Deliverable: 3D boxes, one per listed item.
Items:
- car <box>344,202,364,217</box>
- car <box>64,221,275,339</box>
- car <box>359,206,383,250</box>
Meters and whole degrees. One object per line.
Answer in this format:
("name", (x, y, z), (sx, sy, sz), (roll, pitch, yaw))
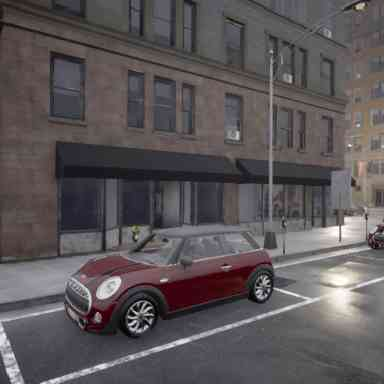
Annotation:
("car", (12.333, 1.253, 29.665), (2.097, 1.767, 4.553), (1, 0, -36))
("car", (-0.314, 1.441, 6.538), (4.097, 1.590, 1.967), (0, 0, -36))
("car", (8.619, 1.445, 12.934), (4.097, 1.590, 1.967), (0, 0, -36))
